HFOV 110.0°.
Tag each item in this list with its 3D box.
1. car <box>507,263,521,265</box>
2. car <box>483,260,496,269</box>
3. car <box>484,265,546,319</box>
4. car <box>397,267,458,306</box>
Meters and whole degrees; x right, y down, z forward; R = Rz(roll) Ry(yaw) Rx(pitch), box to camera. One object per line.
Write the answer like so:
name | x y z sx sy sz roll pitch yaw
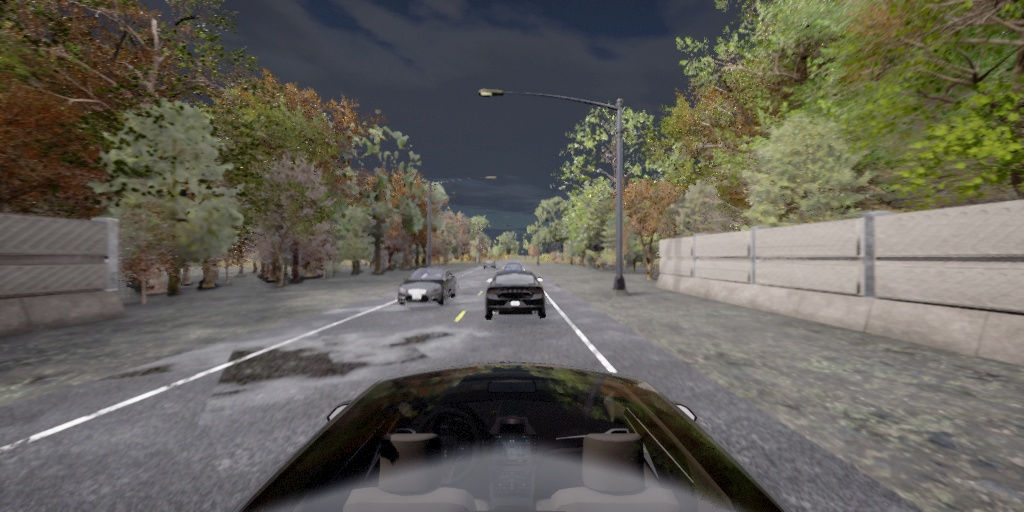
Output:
car | 0.145 1.351 33.198 2.033 1.411 5.357 0 0 0
car | -3.488 1.337 56.519 1.812 1.442 4.674 0 0 0
car | 0.104 1.244 12.900 1.882 1.535 5.008 -1 0 0
car | -3.579 1.268 15.937 2.128 1.511 4.902 0 0 0
